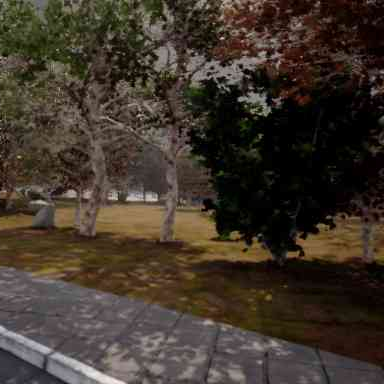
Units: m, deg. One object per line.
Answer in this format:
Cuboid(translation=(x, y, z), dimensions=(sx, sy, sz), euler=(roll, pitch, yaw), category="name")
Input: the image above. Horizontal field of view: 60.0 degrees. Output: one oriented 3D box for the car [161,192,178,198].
Cuboid(translation=(-6.423, 0.598, 95.188), dimensions=(2.435, 2.045, 5.566), euler=(7, 2, 40), category="car")
